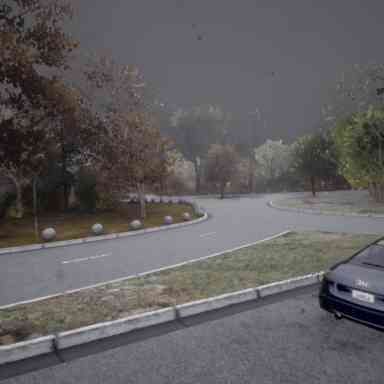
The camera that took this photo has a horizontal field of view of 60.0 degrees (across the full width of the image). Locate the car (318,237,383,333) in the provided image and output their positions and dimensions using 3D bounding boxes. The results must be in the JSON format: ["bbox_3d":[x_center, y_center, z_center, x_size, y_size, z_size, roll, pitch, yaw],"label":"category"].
[{"bbox_3d":[4.250,1.498,6.057,4.181,1.385,1.994,-1,1,-33],"label":"car"}]
